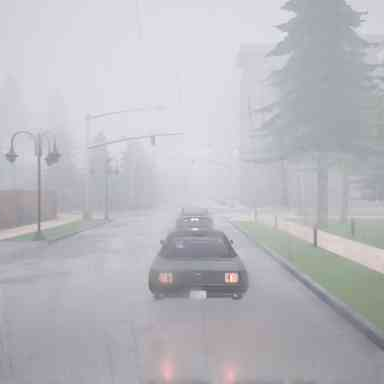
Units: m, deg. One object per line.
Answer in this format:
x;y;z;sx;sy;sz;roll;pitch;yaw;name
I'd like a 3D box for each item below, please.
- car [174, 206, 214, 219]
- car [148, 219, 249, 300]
0.130;1.505;17.603;1.837;1.490;4.892;0;0;0;car
0.118;1.601;8.341;1.895;1.301;4.718;0;0;0;car
